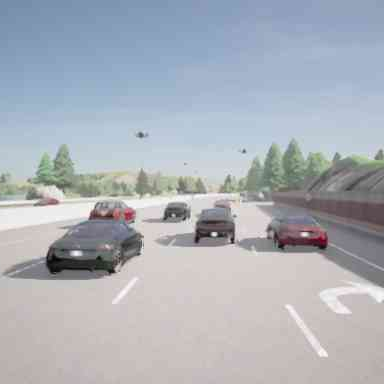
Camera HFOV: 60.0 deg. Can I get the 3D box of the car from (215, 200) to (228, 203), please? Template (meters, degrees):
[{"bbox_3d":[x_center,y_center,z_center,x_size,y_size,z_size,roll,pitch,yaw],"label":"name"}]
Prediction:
[{"bbox_3d":[3.057,1.607,34.655,1.812,1.442,4.674,0,0,6],"label":"car"}]

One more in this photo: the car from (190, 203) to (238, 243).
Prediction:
[{"bbox_3d":[1.175,1.542,16.489,1.837,1.490,4.892,0,0,6],"label":"car"}]

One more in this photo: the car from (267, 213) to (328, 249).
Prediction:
[{"bbox_3d":[4.538,1.614,14.853,1.994,1.385,4.181,0,0,5],"label":"car"}]

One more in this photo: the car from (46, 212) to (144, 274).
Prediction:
[{"bbox_3d":[-2.859,1.571,10.649,1.994,1.385,4.181,0,0,4],"label":"car"}]

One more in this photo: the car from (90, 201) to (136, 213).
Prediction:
[{"bbox_3d":[-5.244,1.371,22.551,2.097,1.767,4.553,0,0,6],"label":"car"}]

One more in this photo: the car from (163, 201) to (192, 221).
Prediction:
[{"bbox_3d":[-1.168,1.553,27.938,1.837,1.490,4.892,0,0,6],"label":"car"}]

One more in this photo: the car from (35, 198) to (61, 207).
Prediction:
[{"bbox_3d":[-20.355,1.529,47.196,1.812,1.442,4.674,0,0,6],"label":"car"}]
